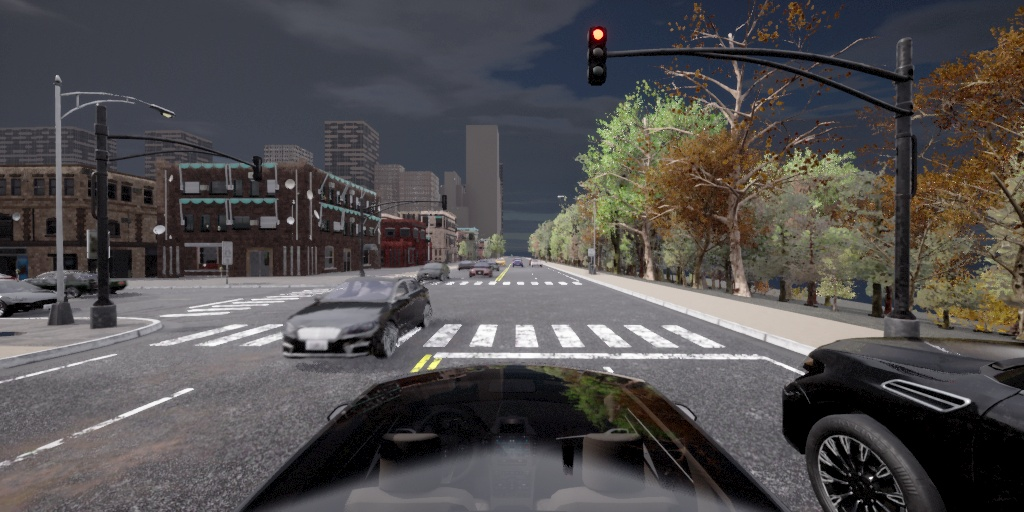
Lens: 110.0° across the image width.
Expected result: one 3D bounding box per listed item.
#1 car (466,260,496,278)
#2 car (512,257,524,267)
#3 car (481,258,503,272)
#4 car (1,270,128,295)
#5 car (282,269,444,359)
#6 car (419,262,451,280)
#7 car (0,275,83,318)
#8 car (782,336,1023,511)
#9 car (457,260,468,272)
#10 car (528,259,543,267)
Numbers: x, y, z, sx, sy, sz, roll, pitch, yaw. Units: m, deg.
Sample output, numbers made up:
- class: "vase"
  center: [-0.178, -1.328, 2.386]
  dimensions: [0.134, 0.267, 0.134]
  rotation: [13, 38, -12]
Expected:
- class: "car"
  center: [-2.828, 1.304, 33.669]
  dimensions: [1.994, 1.385, 4.181]
  rotation: [0, 0, 1]
- class: "car"
  center: [1.026, 1.252, 63.751]
  dimensions: [1.812, 1.442, 4.674]
  rotation: [0, 0, 1]
- class: "car"
  center: [-2.624, 1.297, 45.687]
  dimensions: [1.994, 1.385, 4.181]
  rotation: [0, 0, 1]
- class: "car"
  center: [-24.175, 1.593, 19.566]
  dimensions: [4.718, 1.301, 1.895]
  rotation: [-1, 1, 2]
- class: "car"
  center: [-3.251, 1.240, 8.496]
  dimensions: [2.128, 1.511, 4.902]
  rotation: [0, 0, 1]
- class: "car"
  center: [-6.161, 1.247, 28.770]
  dimensions: [1.837, 1.490, 4.892]
  rotation: [0, 0, 1]
- class: "car"
  center: [-19.762, 1.565, 13.673]
  dimensions: [4.313, 1.339, 1.948]
  rotation: [0, 0, 1]
- class: "car"
  center: [3.321, 0.972, 0.625]
  dimensions: [2.150, 2.045, 5.566]
  rotation: [0, 0, 1]
- class: "car"
  center: [-5.854, 1.282, 46.979]
  dimensions: [2.033, 1.411, 5.357]
  rotation: [0, 0, 1]
- class: "car"
  center: [4.386, 1.327, 64.080]
  dimensions: [1.895, 1.301, 4.718]
  rotation: [0, 0, 1]
